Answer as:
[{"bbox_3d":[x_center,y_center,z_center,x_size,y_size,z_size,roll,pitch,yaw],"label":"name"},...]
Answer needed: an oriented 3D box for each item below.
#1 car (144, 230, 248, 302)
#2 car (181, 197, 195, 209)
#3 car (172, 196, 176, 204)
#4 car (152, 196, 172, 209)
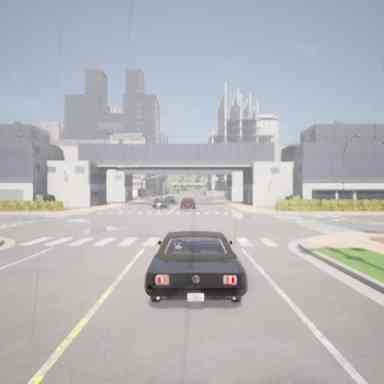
[{"bbox_3d":[0.077,1.595,8.169,1.895,1.301,4.718,0,0,0],"label":"car"},{"bbox_3d":[-0.541,1.463,46.198,1.882,1.535,5.008,0,0,0],"label":"car"},{"bbox_3d":[-4.167,1.480,64.530,1.837,1.490,4.892,0,0,0],"label":"car"},{"bbox_3d":[-4.237,1.478,44.925,2.128,1.511,4.902,0,0,0],"label":"car"}]
